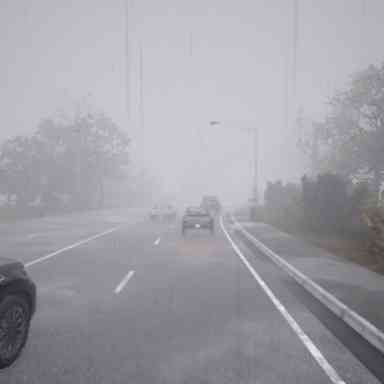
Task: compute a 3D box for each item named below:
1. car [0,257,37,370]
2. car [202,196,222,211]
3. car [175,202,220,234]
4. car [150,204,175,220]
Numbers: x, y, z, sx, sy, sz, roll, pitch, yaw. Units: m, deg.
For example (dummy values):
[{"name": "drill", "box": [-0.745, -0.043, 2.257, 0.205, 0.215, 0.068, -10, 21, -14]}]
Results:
[{"name": "car", "box": [-3.396, 1.237, 2.606, 2.150, 2.045, 5.566, 0, 0, 0]}, {"name": "car", "box": [2.454, 1.492, 41.712, 2.150, 2.045, 5.566, 0, 0, 10]}, {"name": "car", "box": [0.395, 1.620, 20.287, 2.128, 1.511, 4.902, 0, 0, 2]}, {"name": "car", "box": [-2.495, 1.794, 30.435, 1.895, 1.301, 4.718, 0, 0, 5]}]
